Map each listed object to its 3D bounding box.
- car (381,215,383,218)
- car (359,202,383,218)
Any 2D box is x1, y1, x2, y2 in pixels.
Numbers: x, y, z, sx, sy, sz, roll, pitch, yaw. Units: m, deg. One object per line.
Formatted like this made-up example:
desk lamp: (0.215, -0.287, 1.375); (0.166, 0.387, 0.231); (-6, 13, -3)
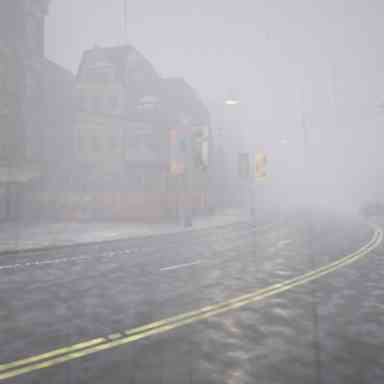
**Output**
car: (9.288, 1.667, 13.614); (2.033, 1.411, 5.357); (0, -1, 36)
car: (18.222, 1.788, 33.660); (2.128, 1.511, 4.902); (0, -1, 17)
